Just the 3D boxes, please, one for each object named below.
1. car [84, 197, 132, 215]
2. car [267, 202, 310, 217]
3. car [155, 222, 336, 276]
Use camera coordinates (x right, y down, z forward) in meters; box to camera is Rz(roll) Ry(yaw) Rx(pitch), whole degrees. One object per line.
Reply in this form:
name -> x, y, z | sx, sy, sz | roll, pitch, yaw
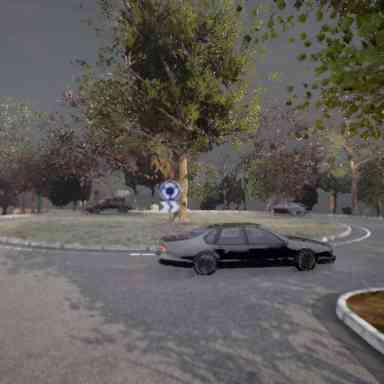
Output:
car -> -10.035, 1.641, 40.028 | 5.566, 2.045, 2.150 | 0, -1, -30
car -> 10.567, 1.878, 36.823 | 2.128, 1.511, 4.902 | 1, -1, -38
car -> 1.551, 1.656, 10.286 | 5.357, 1.411, 2.033 | 0, 0, -9
